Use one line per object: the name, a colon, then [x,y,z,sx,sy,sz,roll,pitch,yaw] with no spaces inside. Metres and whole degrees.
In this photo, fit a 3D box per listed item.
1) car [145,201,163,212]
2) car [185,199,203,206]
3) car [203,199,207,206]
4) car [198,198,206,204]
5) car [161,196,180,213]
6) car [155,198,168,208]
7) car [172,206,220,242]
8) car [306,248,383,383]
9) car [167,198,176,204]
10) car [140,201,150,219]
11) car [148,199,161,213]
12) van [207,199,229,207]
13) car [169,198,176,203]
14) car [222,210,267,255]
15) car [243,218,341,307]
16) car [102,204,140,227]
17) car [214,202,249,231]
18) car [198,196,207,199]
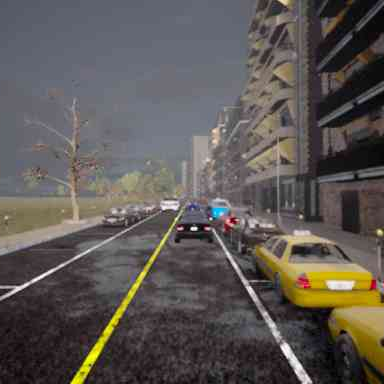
car: [-5.331,1.963,46.896,1.947,1.339,4.313,1,0,0]
car: [0.081,1.872,40.984,1.812,1.442,4.674,0,-1,0]
car: [2.551,1.919,41.862,1.947,1.339,4.313,1,0,0]
car: [2.528,2.290,87.149,1.887,1.381,4.507,1,-1,0]
car: [-2.773,1.595,43.834,2.150,2.045,5.566,0,-1,0]
car: [-5.336,1.935,58.205,1.967,1.590,4.097,1,0,0]
car: [0.092,1.692,17.184,2.033,1.411,5.357,0,0,0]
car: [2.573,1.546,2.408,1.752,1.417,4.829,1,0,0]
car: [-5.352,2.291,86.472,2.008,1.369,4.403,1,-1,0]
car: [-5.322,1.803,29.935,2.008,1.369,4.403,1,0,0]
car: [-5.327,1.789,41.243,1.967,1.590,4.097,1,0,0]
van: [2.560,1.598,30.543,1.690,1.788,3.998,1,0,0]
car: [-5.356,2.373,92.126,1.802,1.307,4.206,1,-1,0]
car: [2.567,1.665,13.559,2.008,1.369,4.403,1,0,0]
car: [2.570,1.594,8.068,1.752,1.417,4.829,1,0,0]
car: [-5.319,1.756,24.281,2.008,1.369,4.403,1,0,0]
car: [2.565,1.602,19.220,1.967,1.590,4.097,1,0,0]
car: [2.533,2.011,81.491,2.192,1.841,5.009,1,-1,0]
